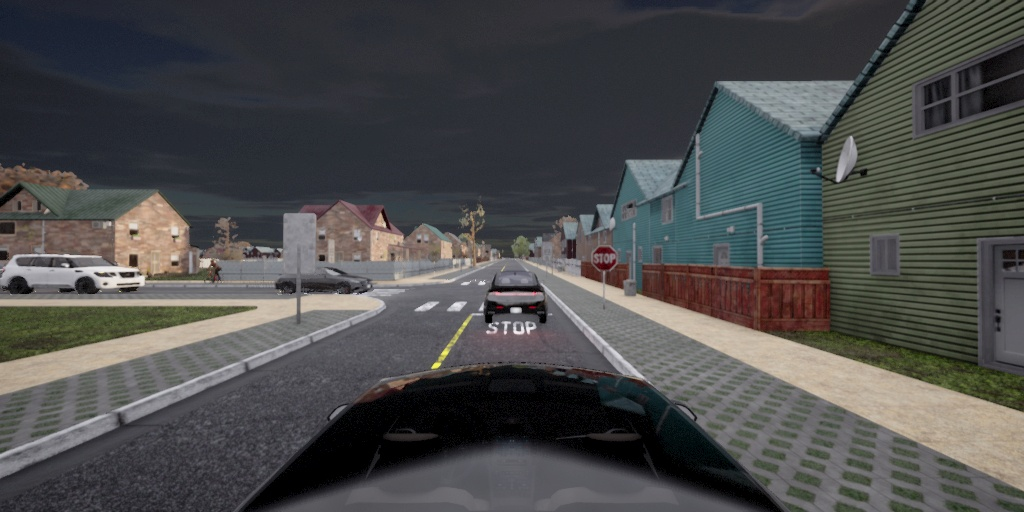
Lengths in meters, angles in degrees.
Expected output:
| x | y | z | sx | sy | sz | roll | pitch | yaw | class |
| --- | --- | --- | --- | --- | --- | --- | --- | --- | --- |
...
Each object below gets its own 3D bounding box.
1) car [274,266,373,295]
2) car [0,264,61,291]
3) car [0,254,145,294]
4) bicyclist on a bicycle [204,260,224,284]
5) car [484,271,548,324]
| x | y | z | sx | sy | sz | roll | pitch | yaw | class |
| --- | --- | --- | --- | --- | --- | --- | --- | --- | --- |
| -9.461 | 1.243 | 18.078 | 4.674 | 1.442 | 1.812 | 0 | -1 | 5 | car |
| -30.613 | 1.235 | 21.324 | 4.902 | 1.511 | 2.128 | 0 | -1 | 0 | car |
| -22.416 | 0.934 | 18.434 | 5.566 | 2.045 | 2.150 | 0 | -1 | 0 | car |
| -20.198 | 1.077 | 24.301 | 0.582 | 1.620 | 1.656 | 0 | 0 | 0 | bicyclist on a bicycle |
| 0.109 | 1.233 | 11.980 | 2.128 | 1.511 | 4.902 | 0 | 0 | 0 | car |
